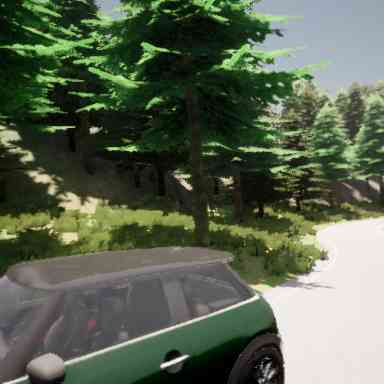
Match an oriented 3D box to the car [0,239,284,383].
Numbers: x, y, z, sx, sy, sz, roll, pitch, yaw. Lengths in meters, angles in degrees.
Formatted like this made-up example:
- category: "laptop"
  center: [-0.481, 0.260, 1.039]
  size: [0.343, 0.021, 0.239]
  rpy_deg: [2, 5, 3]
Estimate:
- category: "car"
  center: [-1.185, 1.436, 3.070]
  size: [4.553, 1.767, 2.097]
  rpy_deg: [1, -2, -40]
